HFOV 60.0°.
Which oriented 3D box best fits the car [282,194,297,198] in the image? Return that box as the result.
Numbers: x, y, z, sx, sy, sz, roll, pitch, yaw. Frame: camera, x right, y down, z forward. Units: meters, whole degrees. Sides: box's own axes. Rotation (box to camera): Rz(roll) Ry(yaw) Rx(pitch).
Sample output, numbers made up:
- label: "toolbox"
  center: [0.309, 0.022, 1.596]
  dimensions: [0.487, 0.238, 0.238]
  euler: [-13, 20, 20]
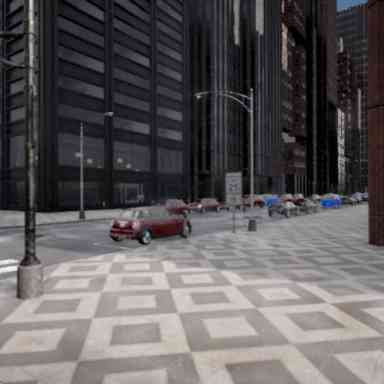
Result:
- label: "car"
  center: [14.237, 1.208, 52.238]
  dimensions: [2.192, 1.841, 5.009]
  euler: [0, 0, 36]

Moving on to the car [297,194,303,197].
- label: "car"
  center: [17.511, 1.198, 56.792]
  dimensions: [2.192, 1.841, 5.009]
  euler: [0, 0, 36]

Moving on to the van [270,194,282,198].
- label: "van"
  center: [10.963, 1.246, 47.682]
  dimensions: [1.690, 1.788, 3.998]
  euler: [0, 0, 36]

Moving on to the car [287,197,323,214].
- label: "car"
  center: [11.350, 1.464, 33.612]
  dimensions: [1.947, 1.339, 4.313]
  euler: [0, 0, 36]

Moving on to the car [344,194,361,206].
- label: "car"
  center: [24.444, 1.418, 51.831]
  dimensions: [1.947, 1.339, 4.313]
  euler: [0, 0, 36]

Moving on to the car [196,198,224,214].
- label: "car"
  center: [1.143, 1.382, 34.018]
  dimensions: [1.967, 1.590, 4.097]
  euler: [0, 0, 36]

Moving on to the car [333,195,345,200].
- label: "car"
  center: [37.154, 1.394, 84.124]
  dimensions: [1.947, 1.339, 4.313]
  euler: [0, 0, 36]

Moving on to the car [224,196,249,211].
- label: "car"
  center: [4.417, 1.479, 38.573]
  dimensions: [2.008, 1.369, 4.403]
  euler: [0, 0, 36]

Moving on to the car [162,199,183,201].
- label: "car"
  center: [-2.131, 1.395, 29.463]
  dimensions: [1.967, 1.590, 4.097]
  euler: [0, 0, 36]

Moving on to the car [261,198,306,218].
- label: "car"
  center: [8.076, 1.462, 29.057]
  dimensions: [2.008, 1.369, 4.403]
  euler: [0, 0, 36]

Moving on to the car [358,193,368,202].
- label: "car"
  center: [34.264, 1.368, 65.495]
  dimensions: [1.887, 1.381, 4.507]
  euler: [0, 0, 36]

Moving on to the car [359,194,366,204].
- label: "car"
  center: [27.717, 1.408, 56.386]
  dimensions: [1.947, 1.339, 4.313]
  euler: [0, 0, 36]

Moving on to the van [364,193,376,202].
- label: "van"
  center: [37.537, 1.155, 70.050]
  dimensions: [1.690, 1.788, 3.998]
  euler: [0, 0, 36]

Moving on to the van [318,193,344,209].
- label: "van"
  center: [17.896, 1.215, 42.721]
  dimensions: [1.690, 1.788, 3.998]
  euler: [0, 0, 36]

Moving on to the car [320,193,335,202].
- label: "car"
  center: [30.606, 1.160, 75.013]
  dimensions: [2.192, 1.841, 5.009]
  euler: [0, 0, 36]

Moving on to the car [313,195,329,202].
- label: "car"
  center: [27.333, 1.405, 70.458]
  dimensions: [2.008, 1.369, 4.403]
  euler: [0, 0, 36]

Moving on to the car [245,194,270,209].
- label: "car"
  center: [7.690, 1.231, 43.128]
  dimensions: [2.192, 1.841, 5.009]
  euler: [0, 0, 36]

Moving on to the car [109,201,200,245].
- label: "car"
  center: [-1.744, 1.392, 15.393]
  dimensions: [1.967, 1.590, 4.097]
  euler: [0, 0, 36]

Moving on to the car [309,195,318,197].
- label: "car"
  center: [24.059, 1.303, 65.903]
  dimensions: [1.967, 1.590, 4.097]
  euler: [0, 0, 36]
